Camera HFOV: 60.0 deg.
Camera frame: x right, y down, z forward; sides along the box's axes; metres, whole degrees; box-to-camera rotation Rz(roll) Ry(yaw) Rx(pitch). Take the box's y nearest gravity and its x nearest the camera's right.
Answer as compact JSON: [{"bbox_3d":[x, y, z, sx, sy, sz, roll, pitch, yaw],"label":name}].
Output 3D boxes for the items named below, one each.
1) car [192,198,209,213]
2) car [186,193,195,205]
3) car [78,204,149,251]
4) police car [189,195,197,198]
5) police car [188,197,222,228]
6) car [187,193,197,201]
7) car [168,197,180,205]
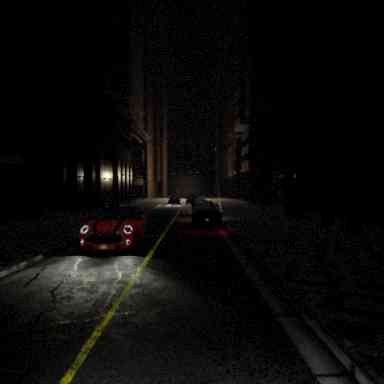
[{"bbox_3d":[0.896,1.491,37.950,1.812,1.442,4.674,0,0,0],"label":"car"},{"bbox_3d":[-0.006,1.278,58.441,2.097,1.767,4.553,0,0,0],"label":"car"},{"bbox_3d":[-3.101,1.346,13.914,2.097,1.767,4.553,0,0,0],"label":"car"},{"bbox_3d":[0.896,1.399,32.059,1.930,1.638,5.238,0,0,0],"label":"police car"},{"bbox_3d":[0.897,1.412,22.058,1.930,1.638,5.238,0,0,0],"label":"police car"},{"bbox_3d":[-0.008,1.084,73.441,2.097,1.767,4.553,0,0,0],"label":"car"},{"bbox_3d":[-3.056,1.492,57.166,1.994,1.385,4.181,0,0,1],"label":"car"}]
